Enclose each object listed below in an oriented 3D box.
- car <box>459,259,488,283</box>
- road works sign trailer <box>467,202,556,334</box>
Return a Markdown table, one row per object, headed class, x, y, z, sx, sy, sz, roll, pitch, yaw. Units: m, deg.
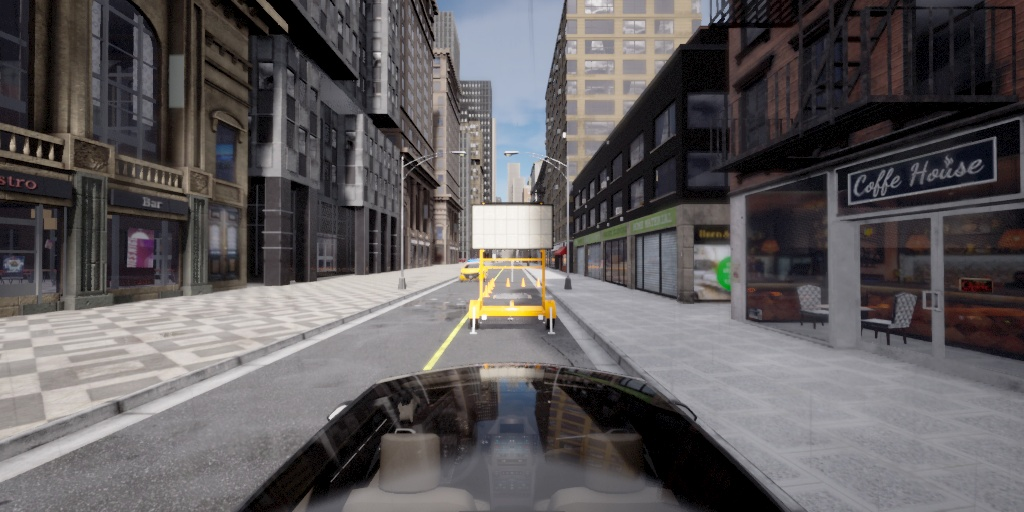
| class | x | y | z | sx | sy | sz | roll | pitch | yaw |
| --- | --- | --- | --- | --- | --- | --- | --- | --- | --- |
| car | -2.981 | 1.244 | 28.565 | 1.882 | 1.535 | 5.008 | 0 | 0 | 0 |
| road works sign trailer | 0.013 | 0.216 | 10.604 | 2.380 | 3.560 | 2.880 | 0 | 0 | 0 |
